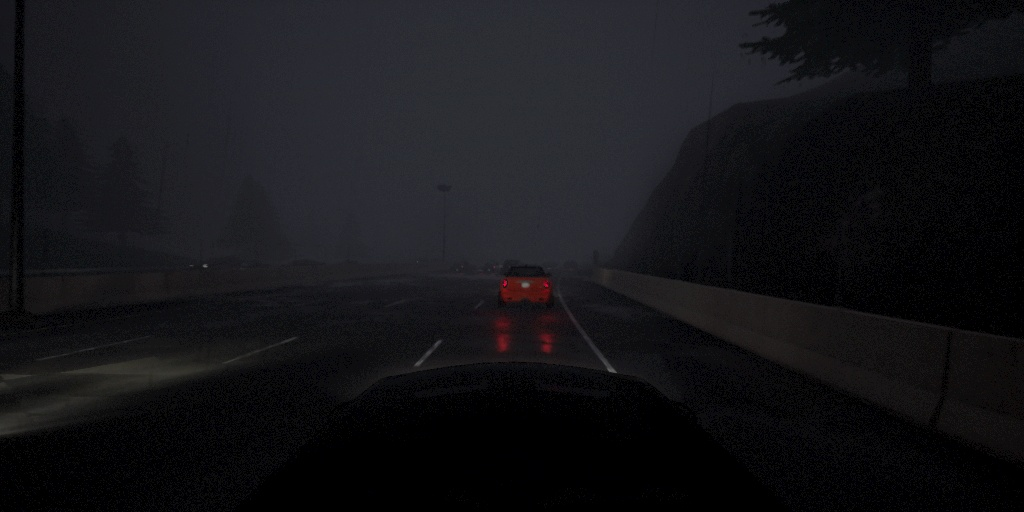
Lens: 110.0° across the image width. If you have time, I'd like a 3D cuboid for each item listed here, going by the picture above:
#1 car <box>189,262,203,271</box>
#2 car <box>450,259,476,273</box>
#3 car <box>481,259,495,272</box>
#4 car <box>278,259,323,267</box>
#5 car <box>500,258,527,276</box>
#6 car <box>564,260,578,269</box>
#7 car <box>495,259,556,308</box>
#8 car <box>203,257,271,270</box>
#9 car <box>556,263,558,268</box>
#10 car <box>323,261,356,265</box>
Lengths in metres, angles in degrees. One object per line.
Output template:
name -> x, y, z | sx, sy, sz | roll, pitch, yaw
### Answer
car -> -28.898, 0.871, 35.337 | 2.097, 1.767, 4.553 | 1, 0, 9
car -> -5.925, 1.349, 44.332 | 1.895, 1.301, 4.718 | 0, 0, 13
car -> -2.192, 1.385, 45.031 | 1.895, 1.301, 4.718 | 0, 0, 13
car -> -21.585, 1.068, 36.786 | 1.882, 1.535, 5.008 | 0, 0, 10
car -> 0.242, 1.151, 38.551 | 2.097, 1.767, 4.553 | 1, 0, 11
car -> 10.225, 1.415, 62.033 | 2.128, 1.511, 4.902 | 0, 0, 19
car -> 0.664, 1.126, 15.676 | 2.097, 1.767, 4.553 | 1, 0, 4
car -> -25.584, 1.097, 34.047 | 2.033, 1.411, 5.357 | 1, 0, 9
car -> 6.637, 1.454, 62.300 | 1.994, 1.385, 4.181 | 0, 0, 19
car -> -17.705, 1.194, 38.629 | 1.994, 1.385, 4.181 | 1, 0, 11
